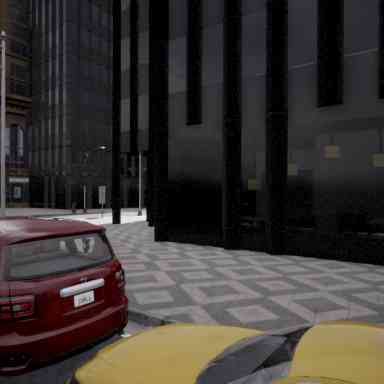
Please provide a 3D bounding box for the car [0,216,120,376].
[{"bbox_3d":[-3.189,1.314,5.228,5.009,1.841,2.192,0,0,35],"label":"car"}]

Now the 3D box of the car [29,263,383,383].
[{"bbox_3d":[1.092,1.525,2.180,4.829,1.417,1.752,0,0,35],"label":"car"}]
